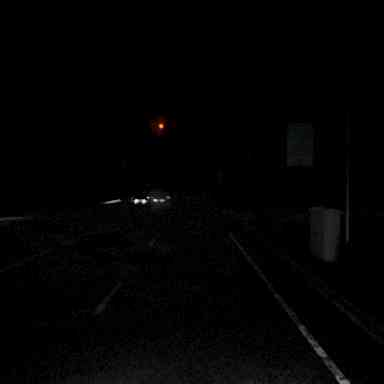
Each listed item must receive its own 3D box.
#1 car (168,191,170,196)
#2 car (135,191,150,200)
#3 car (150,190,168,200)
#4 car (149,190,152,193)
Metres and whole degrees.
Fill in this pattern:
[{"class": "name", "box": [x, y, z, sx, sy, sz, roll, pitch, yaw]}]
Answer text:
[{"class": "car", "box": [-6.360, 0.261, 81.745, 1.994, 1.385, 4.181, 0, 2, 0]}, {"class": "car", "box": [-9.957, 0.799, 65.368, 1.895, 1.301, 4.718, 0, 1, 1]}, {"class": "car", "box": [-6.461, 0.760, 65.451, 1.994, 1.385, 4.181, 0, 1, 1]}, {"class": "car", "box": [-9.860, 0.248, 81.714, 2.033, 1.411, 5.357, 0, 2, 0]}]
